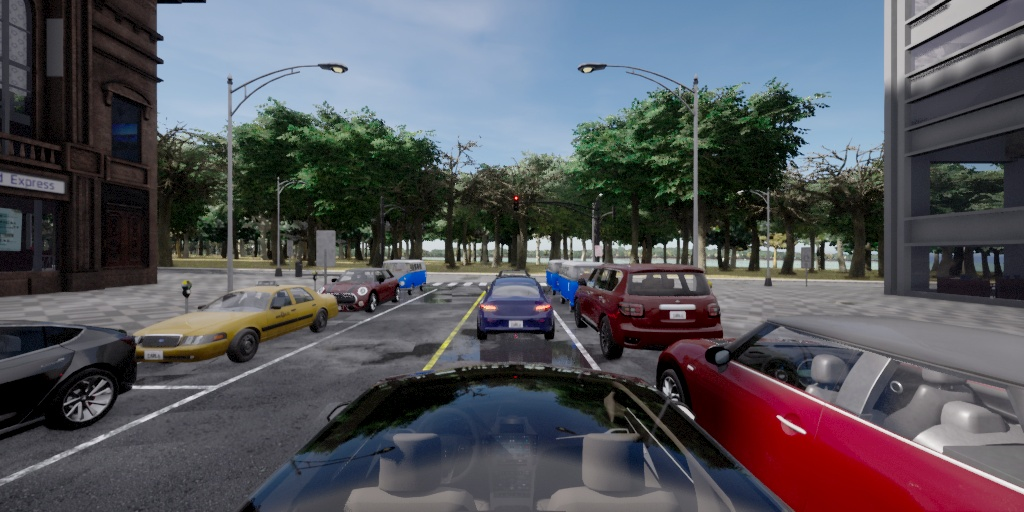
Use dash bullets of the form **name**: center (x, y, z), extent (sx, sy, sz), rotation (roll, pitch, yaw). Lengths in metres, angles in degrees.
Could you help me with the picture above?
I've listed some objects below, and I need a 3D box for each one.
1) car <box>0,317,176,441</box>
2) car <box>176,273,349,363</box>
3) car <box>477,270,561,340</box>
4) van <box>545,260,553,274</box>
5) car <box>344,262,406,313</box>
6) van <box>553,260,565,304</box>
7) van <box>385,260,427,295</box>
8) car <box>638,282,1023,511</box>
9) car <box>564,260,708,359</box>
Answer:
- **car**: center (-5.763, 1.316, 2.912), extent (1.948, 1.339, 4.313), rotation (0, 0, 0)
- **car**: center (-5.765, 1.275, 8.180), extent (1.751, 1.417, 4.829), rotation (0, 0, 0)
- **car**: center (0.095, 1.276, 9.890), extent (1.812, 1.442, 4.674), rotation (0, 0, 0)
- **van**: center (2.756, 1.092, 19.228), extent (1.690, 1.789, 3.998), rotation (0, 0, 0)
- **car**: center (-5.767, 1.190, 13.787), extent (1.967, 1.591, 4.097), rotation (0, 0, 0)
- **van**: center (2.758, 1.091, 13.790), extent (1.690, 1.789, 3.998), rotation (0, 0, 0)
- **van**: center (-5.769, 1.092, 19.225), extent (1.690, 1.789, 3.998), rotation (0, 0, 0)
- **car**: center (2.762, 1.190, 2.915), extent (1.967, 1.591, 4.097), rotation (0, 0, 0)
- **car**: center (2.760, 1.065, 8.353), extent (2.192, 1.841, 5.009), rotation (0, 0, 0)
